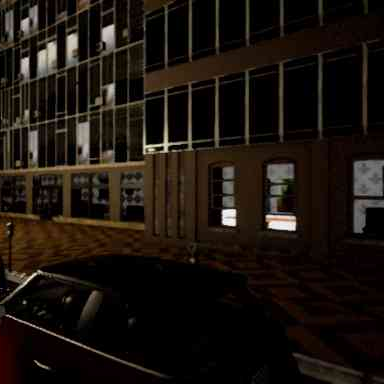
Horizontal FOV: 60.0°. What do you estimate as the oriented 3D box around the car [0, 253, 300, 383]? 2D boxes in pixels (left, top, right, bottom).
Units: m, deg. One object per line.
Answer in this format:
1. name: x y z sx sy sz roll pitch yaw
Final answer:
1. car: -1.063 1.423 3.635 4.097 1.590 1.967 0 0 36
